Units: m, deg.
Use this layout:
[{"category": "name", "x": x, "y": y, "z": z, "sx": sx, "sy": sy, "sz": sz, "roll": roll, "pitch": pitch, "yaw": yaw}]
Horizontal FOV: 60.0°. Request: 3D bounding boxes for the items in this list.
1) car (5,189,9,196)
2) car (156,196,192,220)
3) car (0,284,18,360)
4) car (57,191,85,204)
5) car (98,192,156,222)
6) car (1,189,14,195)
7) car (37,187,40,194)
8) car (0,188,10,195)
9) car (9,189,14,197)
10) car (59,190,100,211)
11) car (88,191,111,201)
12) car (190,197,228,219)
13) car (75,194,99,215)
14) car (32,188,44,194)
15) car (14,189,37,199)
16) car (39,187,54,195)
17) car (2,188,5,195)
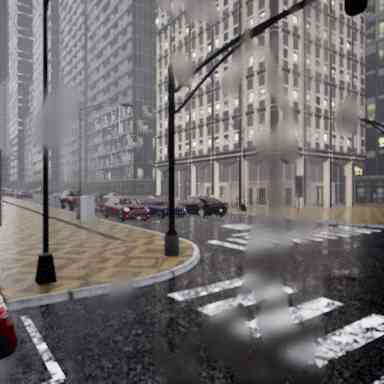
[{"category": "car", "x": -33.670, "y": 0.199, "z": 63.135, "sx": 1.887, "sy": 1.381, "sz": 4.507, "roll": 1, "pitch": 0, "yaw": -36}, {"category": "car", "x": -2.324, "y": 1.215, "z": 23.822, "sx": 1.895, "sy": 1.301, "sz": 4.718, "roll": 0, "pitch": 1, "yaw": -36}, {"category": "car", "x": -4.255, "y": 1.442, "z": 3.527, "sx": 4.097, "sy": 1.590, "sz": 1.967, "roll": 0, "pitch": 0, "yaw": -35}, {"category": "car", "x": -15.476, "y": 0.671, "z": 42.224, "sx": 2.128, "sy": 1.511, "sz": 4.902, "roll": 0, "pitch": 1, "yaw": -35}, {"category": "car", "x": -4.443, "y": 1.060, "z": 22.358, "sx": 1.967, "sy": 1.590, "sz": 4.097, "roll": 1, "pitch": 0, "yaw": -36}, {"category": "car", "x": -40.165, "y": 0.007, "z": 72.196, "sx": 1.947, "sy": 1.339, "sz": 4.313, "roll": 1, "pitch": 0, "yaw": -36}, {"category": "car", "x": -36.643, "y": -0.373, "z": 81.675, "sx": 2.192, "sy": 1.841, "sz": 5.009, "roll": 1, "pitch": 0, "yaw": -36}, {"category": "car", "x": -43.411, "y": -0.121, "z": 76.727, "sx": 1.887, "sy": 1.381, "sz": 4.507, "roll": 1, "pitch": 0, "yaw": -36}, {"category": "car", "x": -30.423, "y": 0.313, "z": 58.604, "sx": 2.008, "sy": 1.369, "sz": 4.403, "roll": 1, "pitch": 0, "yaw": -36}, {"category": "car", "x": -10.934, "y": 0.720, "z": 31.419, "sx": 2.192, "sy": 1.841, "sz": 5.009, "roll": 1, "pitch": 0, "yaw": -36}, {"category": "car", "x": -13.910, "y": 0.627, "z": 49.950, "sx": 1.947, "sy": 1.339, "sz": 4.313, "roll": 1, "pitch": 0, "yaw": -36}, {"category": "car", "x": 0.589, "y": 1.094, "z": 25.246, "sx": 1.882, "sy": 1.535, "sz": 5.008, "roll": 0, "pitch": 1, "yaw": -36}, {"category": "car", "x": -7.694, "y": 1.094, "z": 26.890, "sx": 1.802, "sy": 1.307, "sz": 4.206, "roll": 1, "pitch": 0, "yaw": -36}, {"category": "car", "x": -39.897, "y": -0.229, "z": 86.209, "sx": 1.947, "sy": 1.339, "sz": 4.313, "roll": 1, "pitch": 0, "yaw": -36}, {"category": "car", "x": -27.175, "y": 0.414, "z": 54.073, "sx": 1.887, "sy": 1.381, "sz": 4.507, "roll": 1, "pitch": 0, "yaw": -36}, {"category": "car", "x": -33.400, "y": -0.037, "z": 77.144, "sx": 1.887, "sy": 1.381, "sz": 4.507, "roll": 1, "pitch": 0, "yaw": -36}, {"category": "car", "x": -36.917, "y": 0.099, "z": 67.666, "sx": 2.008, "sy": 1.369, "sz": 4.403, "roll": 1, "pitch": 0, "yaw": -36}]
